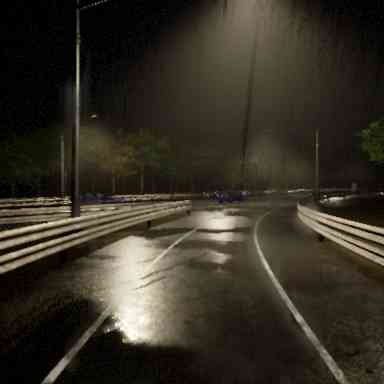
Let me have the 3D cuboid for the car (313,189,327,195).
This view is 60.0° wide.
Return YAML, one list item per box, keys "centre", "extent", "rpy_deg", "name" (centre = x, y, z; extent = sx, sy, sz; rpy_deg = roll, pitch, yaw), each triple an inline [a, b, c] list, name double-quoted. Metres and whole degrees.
- centre: [30.438, 0.084, 78.908]
  extent: [2.097, 1.767, 4.553]
  rpy_deg: [1, 2, 40]
  name: "car"

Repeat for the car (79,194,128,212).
- centre: [-8.837, 1.172, 31.981]
  extent: [2.150, 2.045, 5.566]
  rpy_deg: [1, 2, 40]
  name: "car"

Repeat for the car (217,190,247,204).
- centre: [6.018, 0.715, 49.731]
  extent: [2.150, 2.045, 5.566]
  rpy_deg: [1, 2, 40]
  name: "car"
